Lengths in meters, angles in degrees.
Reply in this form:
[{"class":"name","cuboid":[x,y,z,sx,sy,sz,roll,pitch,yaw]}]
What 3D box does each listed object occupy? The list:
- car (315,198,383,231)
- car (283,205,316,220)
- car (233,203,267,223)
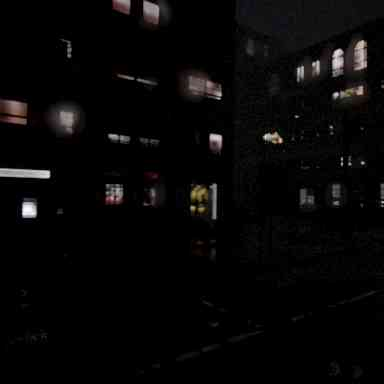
[{"class":"car","cuboid":[11.203,1.492,21.309,2.150,2.045,5.566,1,1,-36]},{"class":"car","cuboid":[10.639,1.872,31.357,2.008,1.369,4.403,1,-1,-36]},{"class":"car","cuboid":[4.039,1.624,26.597,1.967,1.590,4.097,1,-1,-36]}]
